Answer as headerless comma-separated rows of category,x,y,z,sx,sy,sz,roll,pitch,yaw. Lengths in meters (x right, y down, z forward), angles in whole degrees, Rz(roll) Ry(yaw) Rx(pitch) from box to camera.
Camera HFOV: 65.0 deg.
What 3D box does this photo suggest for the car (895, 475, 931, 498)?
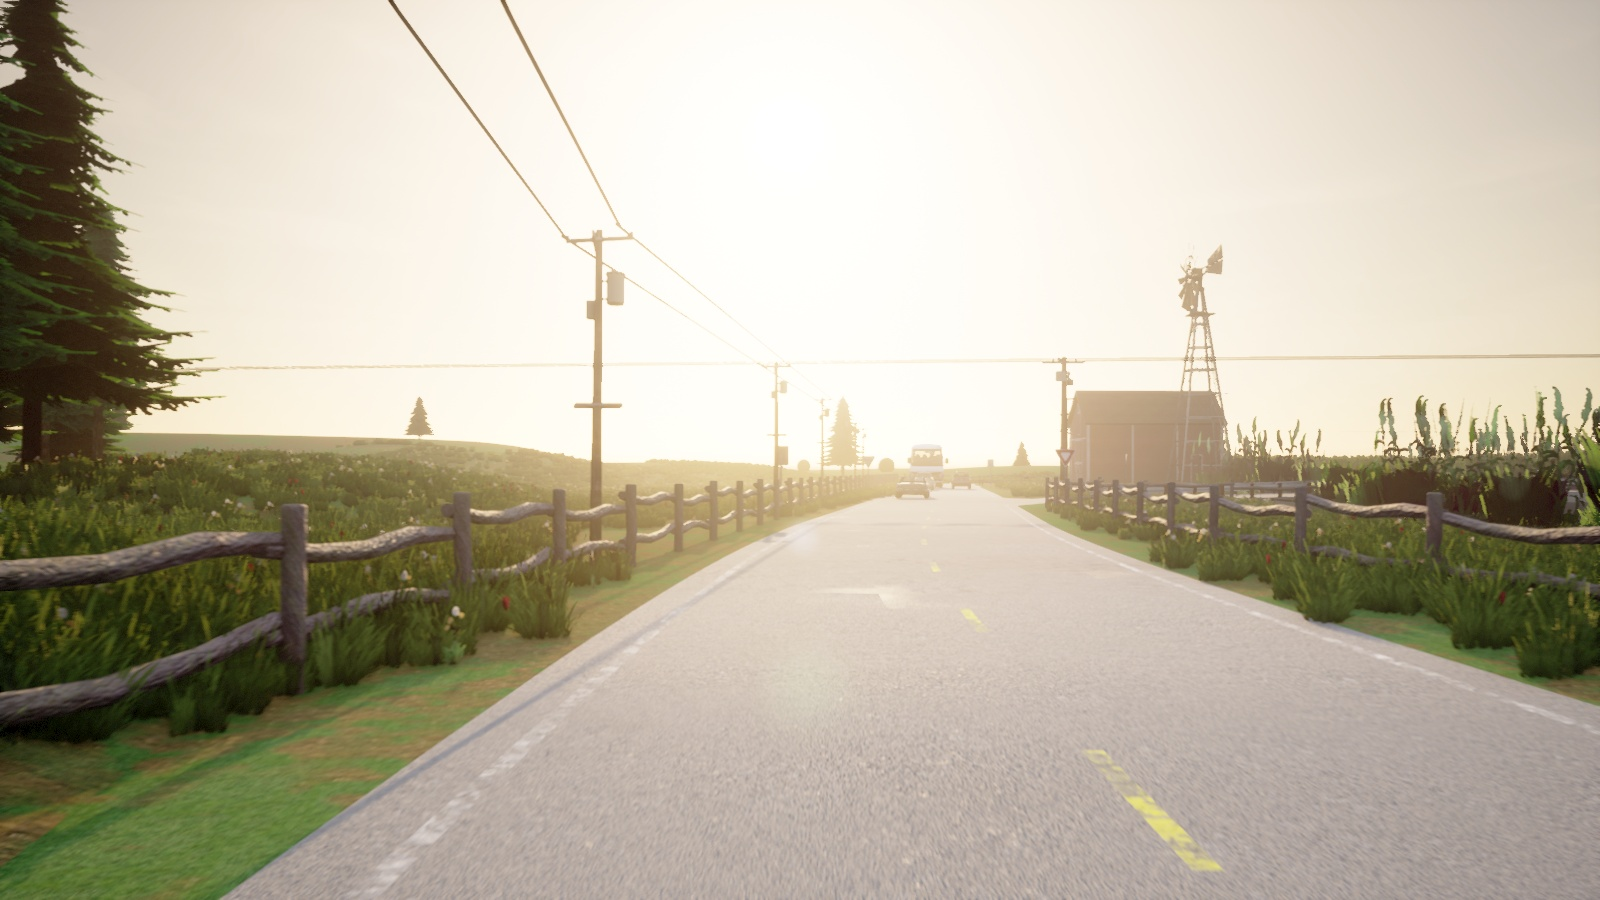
car,6.615,2.114,73.135,1.895,1.301,4.718,0,-1,7
